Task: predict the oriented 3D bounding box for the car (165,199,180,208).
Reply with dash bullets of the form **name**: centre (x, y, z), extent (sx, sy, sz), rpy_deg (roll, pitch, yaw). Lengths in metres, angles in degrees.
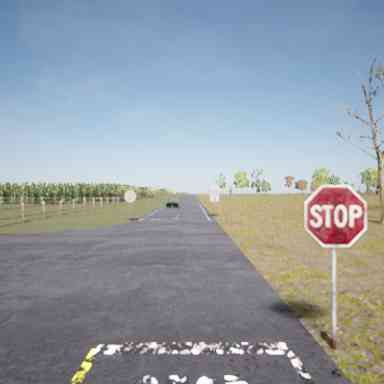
- **car**: centre (-2.708, 1.591, 47.156), extent (1.895, 1.301, 4.718), rpy_deg (0, 0, 0)
